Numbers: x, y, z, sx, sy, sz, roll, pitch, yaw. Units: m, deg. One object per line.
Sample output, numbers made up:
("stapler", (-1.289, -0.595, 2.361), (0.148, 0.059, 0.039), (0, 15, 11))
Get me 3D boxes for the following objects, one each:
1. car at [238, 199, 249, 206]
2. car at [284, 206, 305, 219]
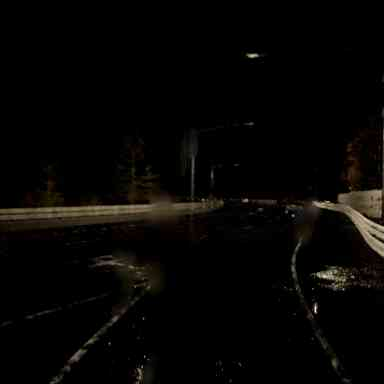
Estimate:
("car", (11.177, 2.296, 72.372), (2.128, 1.511, 4.902), (1, 0, -1))
("car", (10.723, 2.067, 34.687), (1.895, 1.301, 4.718), (1, 0, 21))
